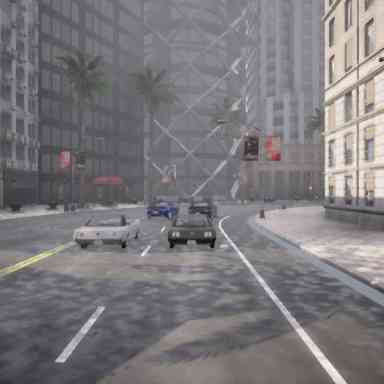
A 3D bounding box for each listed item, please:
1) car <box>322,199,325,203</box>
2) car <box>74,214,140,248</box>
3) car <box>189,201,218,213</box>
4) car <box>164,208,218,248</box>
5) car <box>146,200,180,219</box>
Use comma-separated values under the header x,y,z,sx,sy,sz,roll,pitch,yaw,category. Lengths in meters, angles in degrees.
x,y,z,sx,sy,sz,roll,pitch,yaw,category
28.263,1.530,66.326,4.181,1.385,1.994,0,0,-8,car
-3.500,1.616,14.680,1.895,1.301,4.718,0,0,0,car
1.005,1.485,28.407,1.882,1.535,5.008,0,0,13,car
0.000,1.616,14.680,1.895,1.301,4.718,0,0,0,car
-2.409,1.485,29.179,1.882,1.535,5.008,0,0,13,car
